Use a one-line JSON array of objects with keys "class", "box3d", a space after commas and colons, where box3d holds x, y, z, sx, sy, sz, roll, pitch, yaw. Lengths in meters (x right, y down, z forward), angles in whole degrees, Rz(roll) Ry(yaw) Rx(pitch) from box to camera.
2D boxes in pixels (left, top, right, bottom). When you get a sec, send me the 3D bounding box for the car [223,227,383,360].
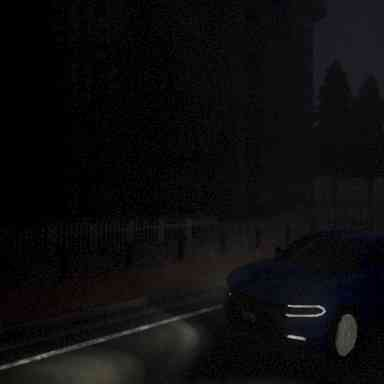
[{"class": "car", "box3d": [2.783, 1.457, 6.113, 5.008, 1.535, 1.882, 0, 0, -37]}]
